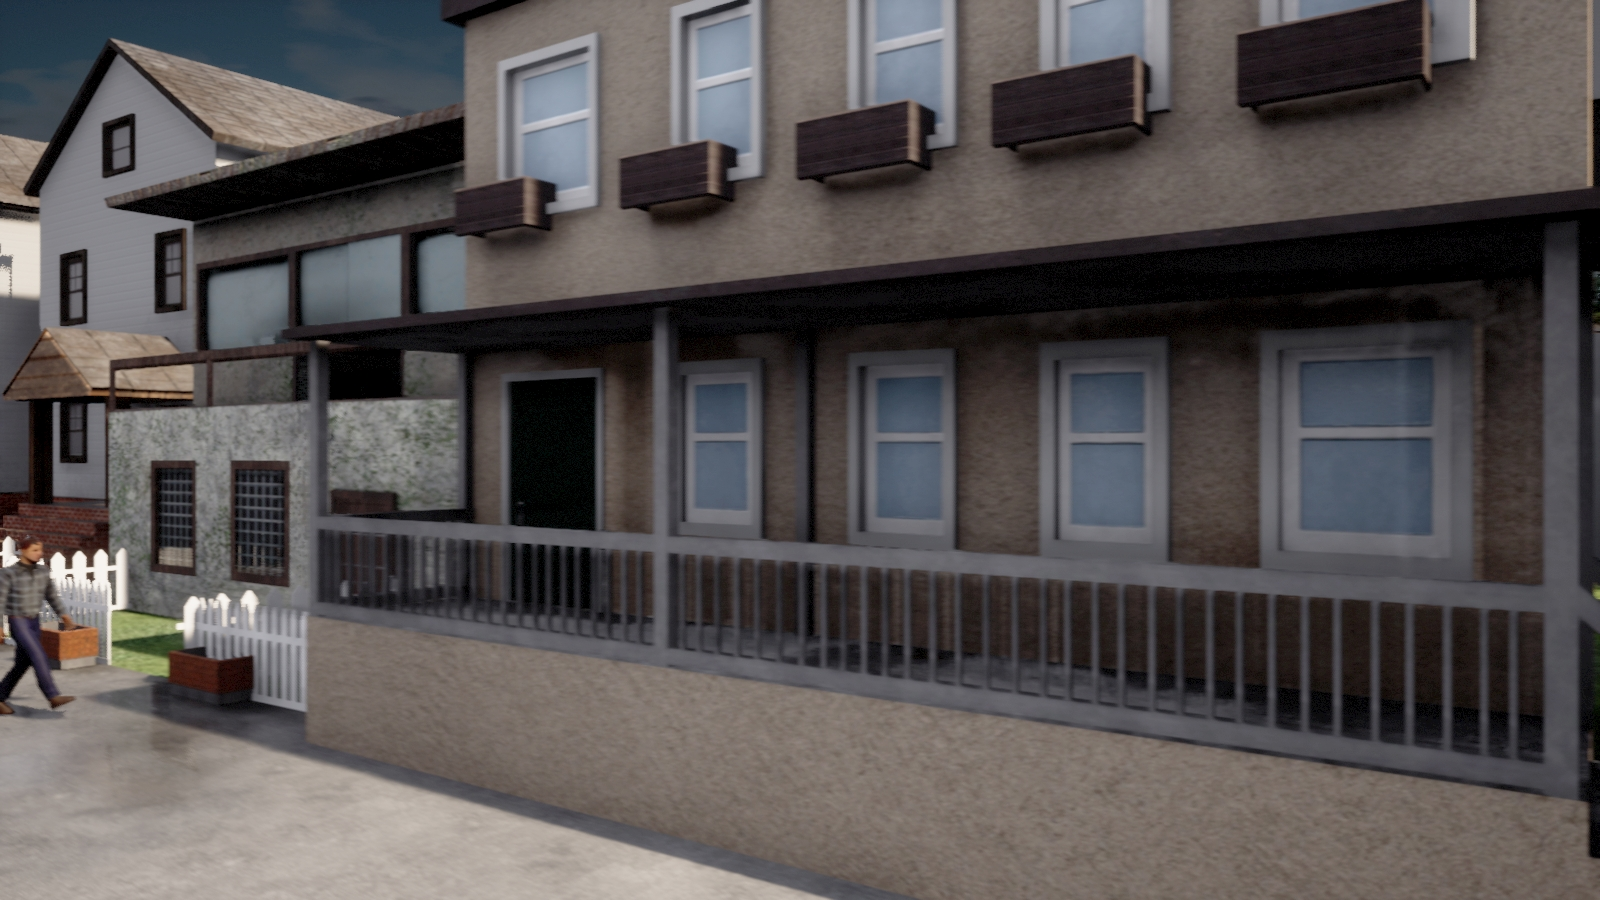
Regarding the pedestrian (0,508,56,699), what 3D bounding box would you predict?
[{"bbox_3d":[-7.801,1.524,11.500,0.375,1.860,0.375,0,0,12],"label":"pedestrian"}]
